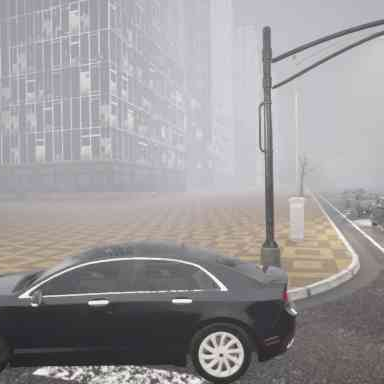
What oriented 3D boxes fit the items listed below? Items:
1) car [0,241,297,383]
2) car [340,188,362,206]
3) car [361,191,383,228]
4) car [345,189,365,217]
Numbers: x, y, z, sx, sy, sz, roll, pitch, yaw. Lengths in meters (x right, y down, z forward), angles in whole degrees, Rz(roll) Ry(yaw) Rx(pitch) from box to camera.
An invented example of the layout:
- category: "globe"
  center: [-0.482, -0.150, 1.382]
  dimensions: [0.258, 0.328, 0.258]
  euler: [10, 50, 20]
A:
- category: "car"
  center: [-1.047, 1.505, 4.762]
  dimensions: [4.892, 1.490, 1.837]
  euler: [0, 0, 0]
- category: "car"
  center: [13.112, 0.454, 26.740]
  dimensions: [2.128, 1.511, 4.902]
  euler: [-1, 2, 18]
- category: "car"
  center: [9.054, 0.928, 14.386]
  dimensions: [2.128, 1.511, 4.902]
  euler: [-1, 2, 18]
- category: "car"
  center: [11.110, 0.759, 20.678]
  dimensions: [1.994, 1.385, 4.181]
  euler: [-1, 2, 17]
